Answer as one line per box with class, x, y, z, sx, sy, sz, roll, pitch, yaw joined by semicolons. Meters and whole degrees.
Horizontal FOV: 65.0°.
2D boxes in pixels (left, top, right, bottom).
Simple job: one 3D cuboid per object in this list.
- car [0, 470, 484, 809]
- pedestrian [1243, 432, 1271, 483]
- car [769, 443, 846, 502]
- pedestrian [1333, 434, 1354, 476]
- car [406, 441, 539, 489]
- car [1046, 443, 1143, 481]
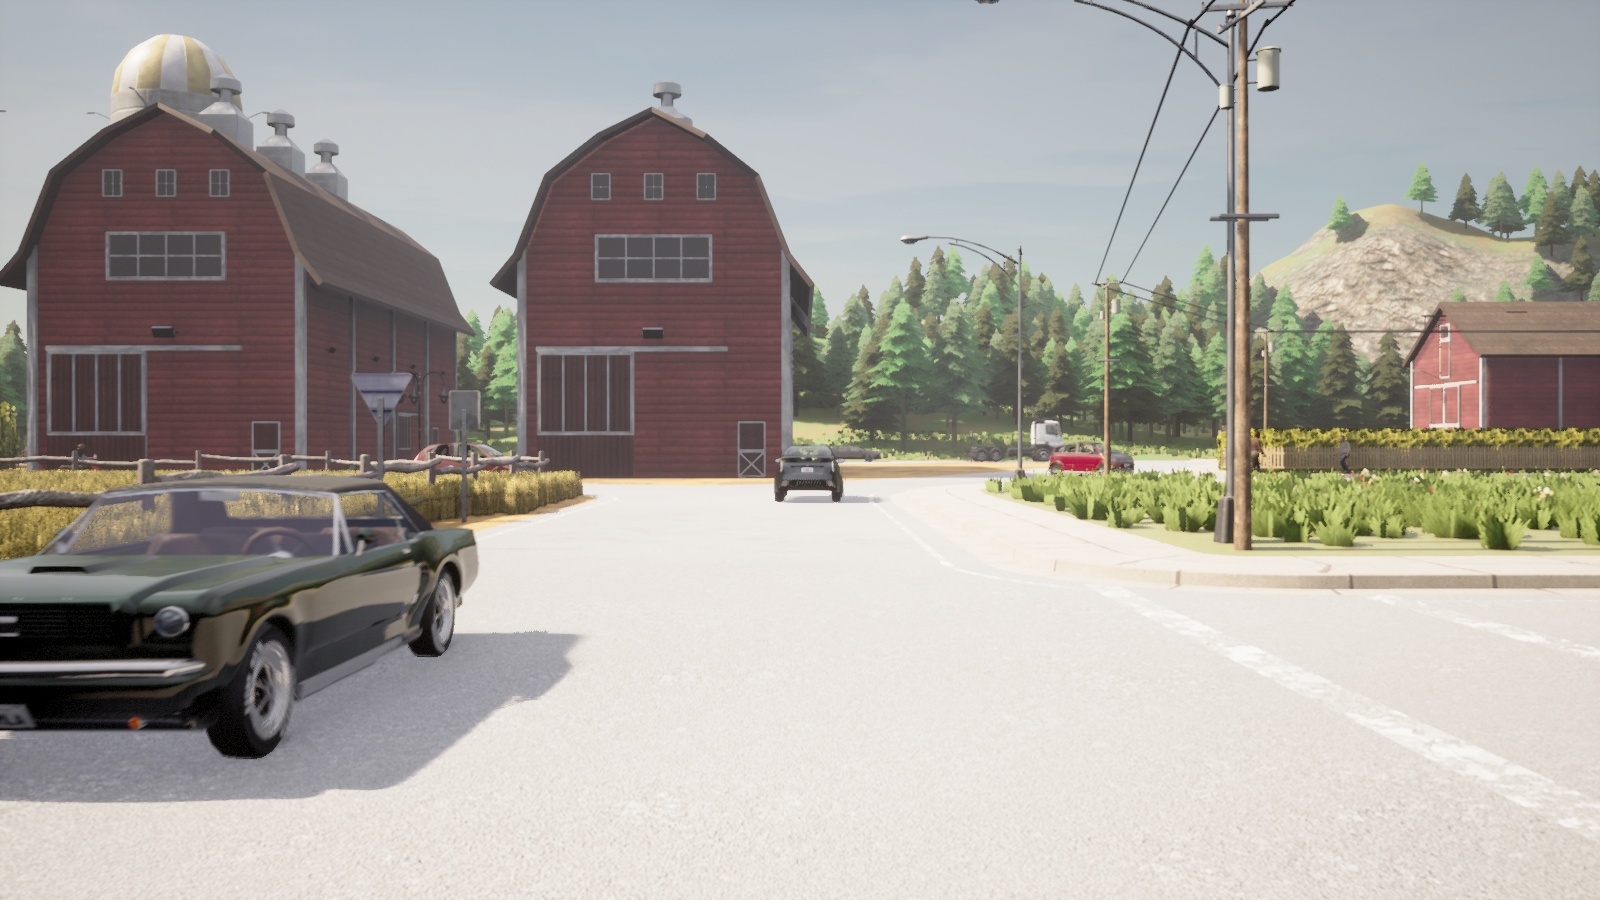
car;-3.447;0.819;7.530;1.895;1.301;4.718;0;0;0
pedestrian;16.234;0.248;44.613;0.869;1.805;0.328;0;0;-4
car;0.268;0.572;35.173;2.007;1.525;4.514;0;0;2
pedestrian;24.792;0.227;57.298;0.788;1.949;0.423;0;0;-7
car;-11.125;0.490;42.765;3.988;1.617;1.851;0;0;5
car;12.576;0.469;53.772;1.789;1.549;3.705;-1;1;-40
